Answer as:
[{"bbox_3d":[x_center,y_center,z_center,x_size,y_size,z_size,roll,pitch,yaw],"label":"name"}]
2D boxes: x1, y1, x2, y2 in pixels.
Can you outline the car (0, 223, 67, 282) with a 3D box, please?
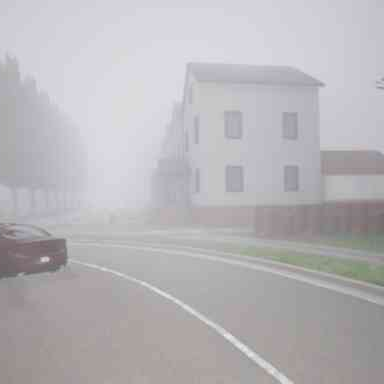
[{"bbox_3d":[-5.925,1.685,10.207,5.008,1.535,1.882,-1,-2,35],"label":"car"}]
